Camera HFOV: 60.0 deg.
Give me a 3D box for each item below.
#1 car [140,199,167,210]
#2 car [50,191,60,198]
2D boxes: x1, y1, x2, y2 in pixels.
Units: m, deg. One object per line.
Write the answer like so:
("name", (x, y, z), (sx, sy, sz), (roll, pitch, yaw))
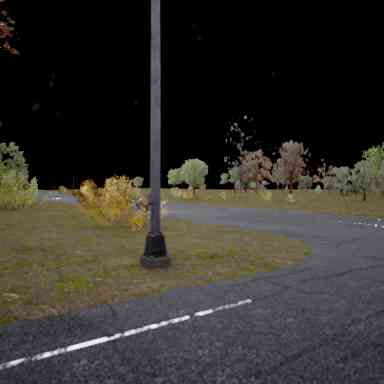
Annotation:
("car", (-4.401, 1.222, 35.798), (1.812, 1.442, 4.674), (-1, 1, -35))
("car", (-31.376, 0.633, 76.093), (2.128, 1.511, 4.902), (-1, 1, -29))
